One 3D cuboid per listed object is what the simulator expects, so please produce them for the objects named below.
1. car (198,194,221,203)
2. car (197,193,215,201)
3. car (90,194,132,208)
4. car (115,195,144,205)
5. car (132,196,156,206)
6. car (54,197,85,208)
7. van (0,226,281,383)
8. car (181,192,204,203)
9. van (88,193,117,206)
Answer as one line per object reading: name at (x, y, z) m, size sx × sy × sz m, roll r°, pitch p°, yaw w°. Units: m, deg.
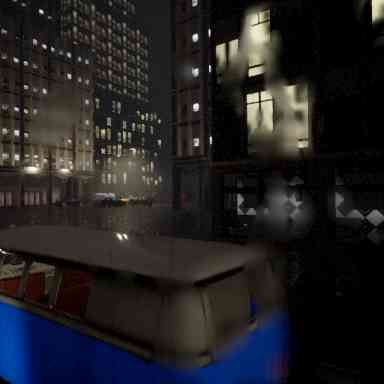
car at (3.238, 1.101, 59.230) m, size 2.008 × 1.369 × 4.403 m, roll 0°, pitch 0°, yaw 36°
car at (3.121, 1.016, 73.256) m, size 1.967 × 1.590 × 4.097 m, roll 0°, pitch 0°, yaw 36°
car at (-10.083, 1.267, 41.033) m, size 1.887 × 1.381 × 4.507 m, roll 0°, pitch 0°, yaw 36°
car at (-10.306, 1.278, 54.914) m, size 1.752 × 1.417 × 4.829 m, roll 0°, pitch 0°, yaw 36°
car at (-6.753, 1.230, 45.582) m, size 2.008 × 1.369 × 4.403 m, roll 0°, pitch 0°, yaw 36°
car at (-16.868, 1.403, 45.949) m, size 1.947 × 1.339 × 4.313 m, roll 0°, pitch 0°, yaw 36°
van at (-1.051, 1.342, 3.640) m, size 3.998 × 1.788 × 1.690 m, roll 0°, pitch -1°, yaw 36°
car at (-0.094, 0.909, 54.680) m, size 2.192 × 1.841 × 5.009 m, roll 0°, pitch 0°, yaw 36°
van at (-13.539, 1.136, 50.500) m, size 1.690 × 1.788 × 3.998 m, roll 0°, pitch 0°, yaw 36°
